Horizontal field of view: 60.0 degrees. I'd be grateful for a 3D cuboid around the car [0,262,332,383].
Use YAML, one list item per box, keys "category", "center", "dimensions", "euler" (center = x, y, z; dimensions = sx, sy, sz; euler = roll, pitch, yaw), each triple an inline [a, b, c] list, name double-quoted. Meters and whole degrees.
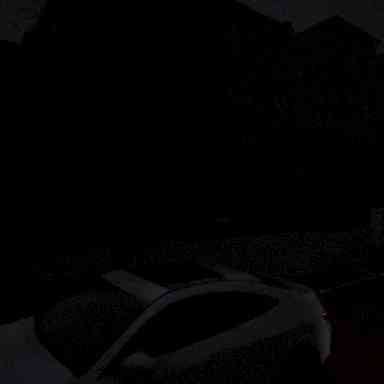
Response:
- category: "car"
  center: [-0.446, 1.540, 3.358]
  dimensions: [4.674, 1.442, 1.812]
  euler: [1, 0, -36]
